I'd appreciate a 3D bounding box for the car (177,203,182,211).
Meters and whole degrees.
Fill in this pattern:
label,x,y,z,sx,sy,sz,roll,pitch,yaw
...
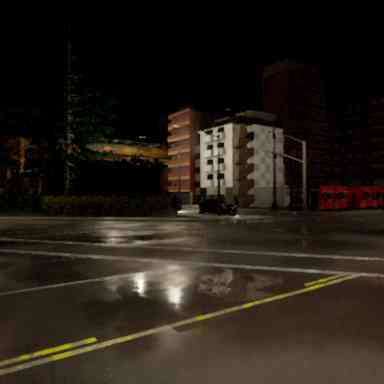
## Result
label,x,y,z,sx,sy,sz,roll,pitch,yaw
car,-3.006,1.729,43.227,1.994,1.385,4.181,0,0,-35

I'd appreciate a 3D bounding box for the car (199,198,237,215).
label,x,y,z,sx,sy,sz,roll,pitch,yaw
car,2.698,1.468,35.080,2.097,1.767,4.553,0,0,-35
